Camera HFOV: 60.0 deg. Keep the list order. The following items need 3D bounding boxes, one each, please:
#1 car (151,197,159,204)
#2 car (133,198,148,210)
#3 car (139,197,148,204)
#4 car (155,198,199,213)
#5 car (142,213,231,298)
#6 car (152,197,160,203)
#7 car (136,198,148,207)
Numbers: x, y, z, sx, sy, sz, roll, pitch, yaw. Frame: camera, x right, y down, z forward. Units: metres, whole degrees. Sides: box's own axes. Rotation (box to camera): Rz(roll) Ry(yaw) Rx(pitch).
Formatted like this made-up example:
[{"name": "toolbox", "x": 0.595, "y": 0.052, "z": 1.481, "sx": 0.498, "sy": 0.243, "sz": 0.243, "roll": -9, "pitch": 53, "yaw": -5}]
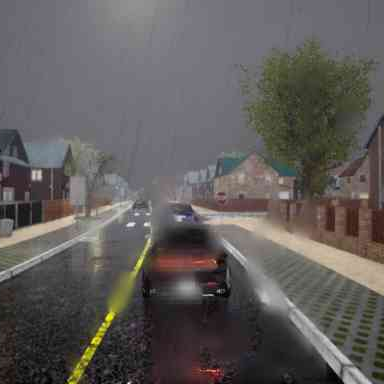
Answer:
[{"name": "car", "x": -7.618, "y": 1.891, "z": 71.504, "sx": 1.837, "sy": 1.490, "sz": 4.892, "roll": 0, "pitch": -1, "yaw": -7}, {"name": "car", "x": -7.133, "y": 1.726, "z": 46.058, "sx": 1.994, "sy": 1.385, "sz": 4.181, "roll": 0, "pitch": 0, "yaw": -7}, {"name": "car", "x": -10.435, "y": 1.910, "z": 71.843, "sx": 2.033, "sy": 1.411, "sz": 5.357, "roll": 0, "pitch": -1, "yaw": -7}, {"name": "car", "x": -0.701, "y": 1.389, "z": 18.825, "sx": 2.097, "sy": 1.767, "sz": 4.553, "roll": 0, "pitch": 0, "yaw": -1}, {"name": "car", "x": -0.182, "y": 1.515, "z": 8.528, "sx": 1.837, "sy": 1.490, "sz": 4.892, "roll": 0, "pitch": 0, "yaw": -2}, {"name": "car", "x": -8.980, "y": 2.007, "z": 81.861, "sx": 1.895, "sy": 1.301, "sz": 4.718, "roll": 0, "pitch": -1, "yaw": -7}, {"name": "car", "x": -8.667, "y": 1.822, "z": 57.814, "sx": 1.994, "sy": 1.385, "sz": 4.181, "roll": 0, "pitch": 0, "yaw": -7}]
